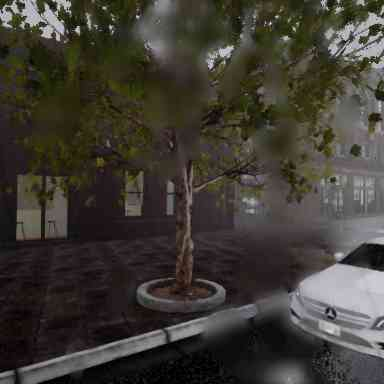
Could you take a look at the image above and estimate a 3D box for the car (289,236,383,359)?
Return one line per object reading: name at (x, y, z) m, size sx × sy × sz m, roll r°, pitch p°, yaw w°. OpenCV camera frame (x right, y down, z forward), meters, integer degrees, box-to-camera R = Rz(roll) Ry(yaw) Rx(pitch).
car at (3.684, 1.526, 5.730) m, size 4.674 × 1.442 × 1.812 m, roll 0°, pitch 0°, yaw -36°
